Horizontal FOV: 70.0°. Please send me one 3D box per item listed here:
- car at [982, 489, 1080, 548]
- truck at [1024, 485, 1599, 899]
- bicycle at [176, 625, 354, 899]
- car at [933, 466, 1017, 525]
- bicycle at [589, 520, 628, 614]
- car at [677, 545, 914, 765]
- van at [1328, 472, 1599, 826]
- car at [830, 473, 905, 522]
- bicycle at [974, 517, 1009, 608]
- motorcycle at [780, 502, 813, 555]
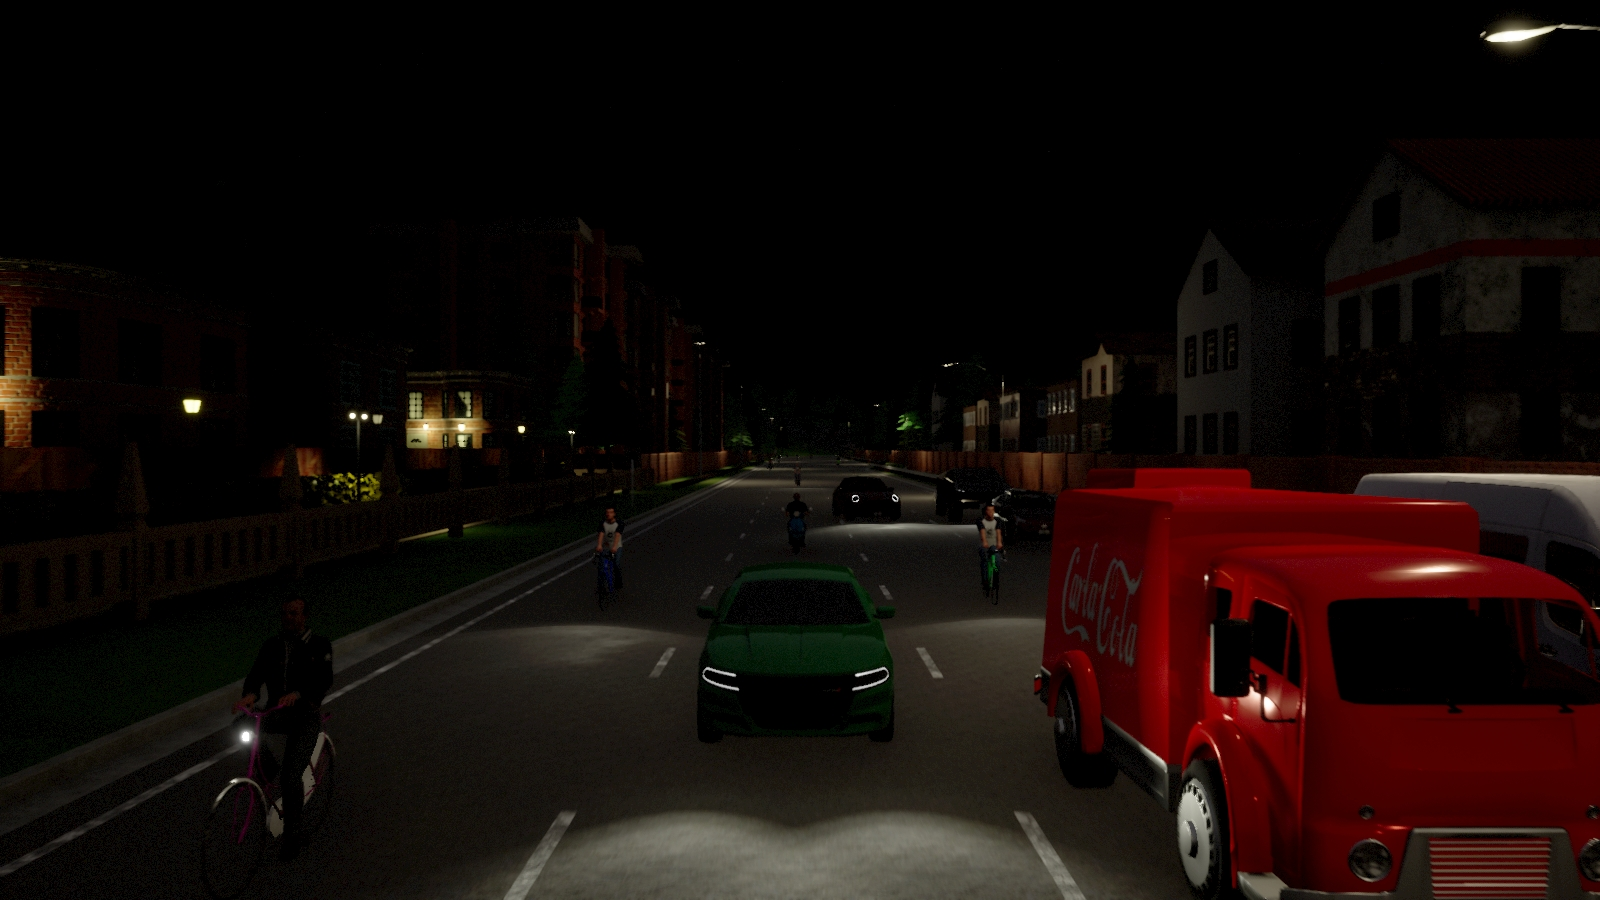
[{"bbox_3d":[6.899,2.018,34.590,2.007,1.525,4.514,0,0,0],"label":"car"},{"bbox_3d":[3.464,1.563,8.343,2.627,2.467,5.204,0,0,0],"label":"truck"},{"bbox_3d":[-3.525,2.054,7.682,0.329,1.471,1.835,0,0,0],"label":"bicycle"},{"bbox_3d":[6.875,1.725,45.587,2.390,2.098,6.274,0,0,0],"label":"car"},{"bbox_3d":[-3.382,2.042,20.260,0.373,1.496,1.643,0,1,2],"label":"bicycle"},{"bbox_3d":[-0.045,2.025,12.613,2.097,1.535,5.006,0,0,0],"label":"car"},{"bbox_3d":[6.965,1.527,9.959,1.988,2.561,5.915,0,0,0],"label":"van"},{"bbox_3d":[2.651,1.876,46.156,2.097,1.767,4.553,0,0,-9],"label":"car"},{"bbox_3d":[3.509,2.042,21.006,0.373,1.496,1.643,0,1,0],"label":"bicycle"},{"bbox_3d":[-0.086,2.122,31.066,0.856,1.316,1.805,0,0,0],"label":"motorcycle"}]
